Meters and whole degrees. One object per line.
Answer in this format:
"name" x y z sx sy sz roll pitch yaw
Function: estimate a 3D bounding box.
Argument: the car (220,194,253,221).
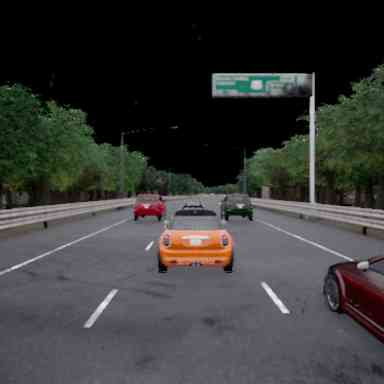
"car" 3.598 1.213 27.412 2.150 2.045 5.566 0 0 0

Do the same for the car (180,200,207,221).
"car" 0.095 1.485 28.256 2.128 1.511 4.902 0 0 0

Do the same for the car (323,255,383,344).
"car" 3.600 1.559 4.948 1.994 1.385 4.181 0 0 0

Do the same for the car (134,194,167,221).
"car" -3.392 1.214 27.545 2.150 2.045 5.566 0 0 0

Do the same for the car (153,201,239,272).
"car" 0.099 1.342 10.932 2.097 1.767 4.553 0 0 0
